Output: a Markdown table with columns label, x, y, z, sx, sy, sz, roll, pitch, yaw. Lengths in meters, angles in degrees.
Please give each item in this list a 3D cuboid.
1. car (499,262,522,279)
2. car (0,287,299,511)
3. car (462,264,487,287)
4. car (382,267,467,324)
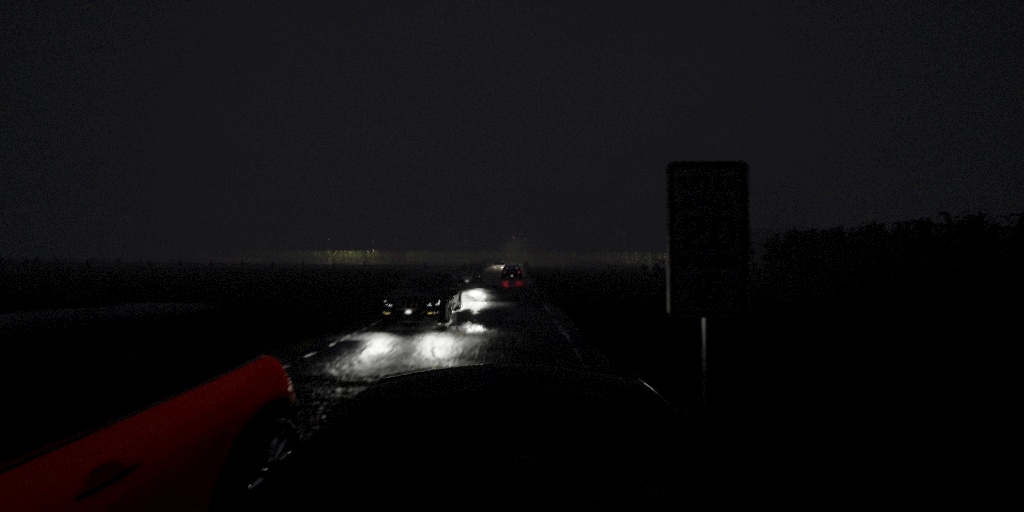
| label | x | y | z | sx | sy | sz | roll | pitch | yaw |
| --- | --- | --- | --- | --- | --- | --- | --- | --- | --- |
| car | -0.002 | 1.478 | 33.878 | 1.895 | 1.301 | 4.718 | 0 | 0 | 0 |
| car | -2.849 | 1.099 | 1.113 | 2.097 | 1.767 | 4.553 | 0 | 0 | 0 |
| car | -2.840 | 1.338 | 25.351 | 2.128 | 1.511 | 4.902 | 0 | 0 | 0 |
| car | -2.852 | 1.300 | 12.257 | 1.837 | 1.490 | 4.892 | 0 | 0 | 0 |
